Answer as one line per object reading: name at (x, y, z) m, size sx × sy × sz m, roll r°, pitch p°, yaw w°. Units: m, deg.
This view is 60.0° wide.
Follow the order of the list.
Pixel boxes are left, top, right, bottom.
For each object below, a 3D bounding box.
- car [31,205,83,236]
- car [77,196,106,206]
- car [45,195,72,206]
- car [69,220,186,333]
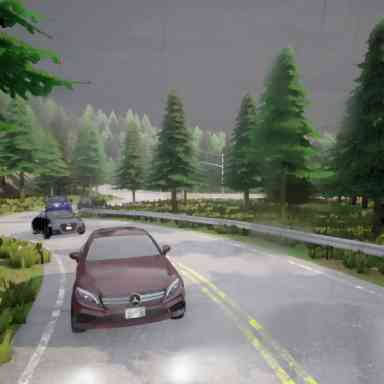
car at (-7.451, 1.670, 18.367) m, size 1.994 × 1.385 × 4.181 m, roll -4°, pitch 2°, yaw -38°
car at (-12.763, 1.289, 42.834) m, size 2.097 × 1.767 × 4.553 m, roll 2°, pitch 2°, yaw 13°
car at (-12.896, 1.326, 32.241) m, size 2.150 × 2.045 × 5.566 m, roll -1°, pitch 0°, yaw -18°
car at (-1.529, 1.523, 7.112) m, size 1.812 × 1.442 × 4.674 m, roll -2°, pitch 0°, yaw -17°
